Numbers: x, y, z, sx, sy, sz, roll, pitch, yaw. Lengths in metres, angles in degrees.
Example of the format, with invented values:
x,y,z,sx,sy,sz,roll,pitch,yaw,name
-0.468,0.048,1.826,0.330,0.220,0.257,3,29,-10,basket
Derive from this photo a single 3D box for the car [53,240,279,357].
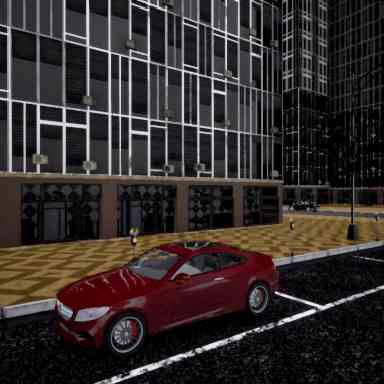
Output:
x,y,z,sx,sy,sz,roll,pitch,yaw,name
-0.209,1.582,5.951,4.206,1.307,1.802,0,0,-35,car

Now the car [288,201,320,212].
x,y,z,sx,sy,sz,roll,pitch,yaw,name
15.182,1.899,45.290,2.008,1.369,4.403,-1,0,-36,car
